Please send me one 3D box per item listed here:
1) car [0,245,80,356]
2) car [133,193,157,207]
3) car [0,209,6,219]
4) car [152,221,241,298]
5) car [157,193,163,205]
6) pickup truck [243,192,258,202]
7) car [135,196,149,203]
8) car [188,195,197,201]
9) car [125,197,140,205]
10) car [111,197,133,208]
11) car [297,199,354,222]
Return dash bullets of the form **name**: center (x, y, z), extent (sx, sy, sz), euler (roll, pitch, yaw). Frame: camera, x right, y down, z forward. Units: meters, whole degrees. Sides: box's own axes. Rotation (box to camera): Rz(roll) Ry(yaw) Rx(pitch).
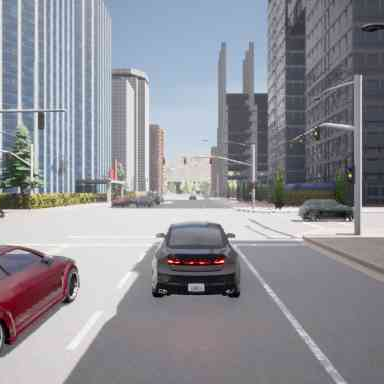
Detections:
- **car**: center (-3.427, 1.564, 5.565), extent (1.994, 1.385, 4.181), euler (0, 0, 1)
- **car**: center (-6.980, 1.352, 49.674), extent (2.097, 1.767, 4.553), euler (0, 0, 0)
- **car**: center (-16.934, 1.564, 26.008), extent (4.181, 1.385, 1.994), euler (0, 0, 1)
- **car**: center (0.095, 1.505, 8.523), extent (1.837, 1.490, 4.892), euler (0, 0, 0)
- **car**: center (-6.947, 1.221, 59.514), extent (2.150, 2.045, 5.566), euler (0, 0, 1)
- **pickup truck**: center (13.272, 1.059, 72.747), extent (2.390, 2.098, 6.274), euler (0, 0, 31)
- **car**: center (-10.357, 1.525, 69.018), extent (2.128, 1.511, 4.902), euler (0, 0, 0)
- **car**: center (0.181, 1.524, 86.997), extent (1.812, 1.442, 4.674), euler (0, 0, 0)
- **car**: center (-10.451, 1.564, 58.857), extent (1.994, 1.385, 4.181), euler (0, 0, 0)
- **car**: center (-10.482, 1.478, 48.873), extent (1.882, 1.535, 5.008), euler (0, 0, 0)
- **car**: center (10.606, 1.352, 25.674), extent (4.553, 1.767, 2.097), euler (0, 0, 1)
